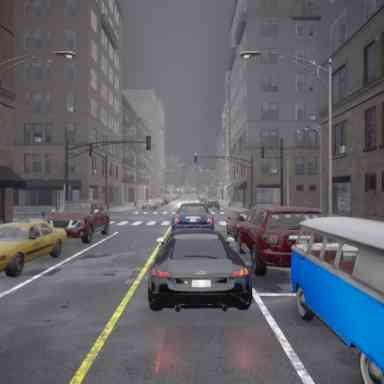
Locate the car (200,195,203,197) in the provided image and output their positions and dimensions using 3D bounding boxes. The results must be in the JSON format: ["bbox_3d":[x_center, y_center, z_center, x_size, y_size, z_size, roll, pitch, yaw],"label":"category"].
[{"bbox_3d":[2.661,1.547,54.058,2.008,1.369,4.403,0,0,0],"label":"car"}]

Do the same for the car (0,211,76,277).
[{"bbox_3d":[-5.395,1.525,10.242,1.752,1.417,4.829,0,0,0],"label":"car"}]

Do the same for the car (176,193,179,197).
[{"bbox_3d":[-5.362,1.312,86.954,2.192,1.841,5.009,0,0,0],"label":"car"}]

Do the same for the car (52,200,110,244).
[{"bbox_3d":[-5.393,1.314,16.091,2.192,1.841,5.009,0,0,0],"label":"car"}]

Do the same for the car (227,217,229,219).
[{"bbox_3d":[2.645,1.581,16.086,1.802,1.307,4.206,0,0,0],"label":"car"}]

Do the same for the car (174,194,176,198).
[{"bbox_3d":[-5.371,1.548,75.990,2.008,1.369,4.403,0,0,0],"label":"car"}]

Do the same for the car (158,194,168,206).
[{"bbox_3d":[-5.389,1.522,53.892,1.752,1.417,4.829,0,0,0],"label":"car"}]

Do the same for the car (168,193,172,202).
[{"bbox_3d":[-5.384,1.311,59.544,2.192,1.841,5.009,0,0,0],"label":"car"}]

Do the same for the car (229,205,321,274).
[{"bbox_3d":[2.643,1.314,10.407,2.192,1.841,5.009,0,0,0],"label":"car"}]

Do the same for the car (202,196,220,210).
[{"bbox_3d":[2.656,1.547,43.095,2.008,1.369,4.403,0,0,0],"label":"car"}]

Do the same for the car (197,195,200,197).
[{"bbox_3d":[2.668,1.547,70.504,2.008,1.369,4.403,0,0,0],"label":"car"}]

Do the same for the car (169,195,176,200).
[{"bbox_3d":[-5.359,1.523,92.266,1.752,1.417,4.829,0,0,0],"label":"car"}]

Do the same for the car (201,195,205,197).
[{"bbox_3d":[2.659,1.541,48.576,1.887,1.381,4.507,0,0,0],"label":"car"}]

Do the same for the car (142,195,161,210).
[{"bbox_3d":[-5.397,1.521,42.928,1.752,1.417,4.829,0,0,0],"label":"car"}]

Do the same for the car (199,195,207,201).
[{"bbox_3d":[2.673,1.437,81.468,1.967,1.590,4.097,0,0,0],"label":"car"}]

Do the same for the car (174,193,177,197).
[{"bbox_3d":[-5.367,1.563,81.472,1.947,1.339,4.313,0,0,0],"label":"car"}]

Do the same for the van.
[{"bbox_3d":[2.640,1.341,4.729,1.690,1.788,3.998,0,0,0],"label":"van"}]

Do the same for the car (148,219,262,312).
[{"bbox_3d":[0.101,1.564,7.799,1.994,1.385,4.181,0,0,-2],"label":"car"}]

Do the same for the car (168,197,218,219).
[{"bbox_3d":[0.057,1.351,17.855,2.097,1.767,4.553,0,0,0],"label":"car"}]
